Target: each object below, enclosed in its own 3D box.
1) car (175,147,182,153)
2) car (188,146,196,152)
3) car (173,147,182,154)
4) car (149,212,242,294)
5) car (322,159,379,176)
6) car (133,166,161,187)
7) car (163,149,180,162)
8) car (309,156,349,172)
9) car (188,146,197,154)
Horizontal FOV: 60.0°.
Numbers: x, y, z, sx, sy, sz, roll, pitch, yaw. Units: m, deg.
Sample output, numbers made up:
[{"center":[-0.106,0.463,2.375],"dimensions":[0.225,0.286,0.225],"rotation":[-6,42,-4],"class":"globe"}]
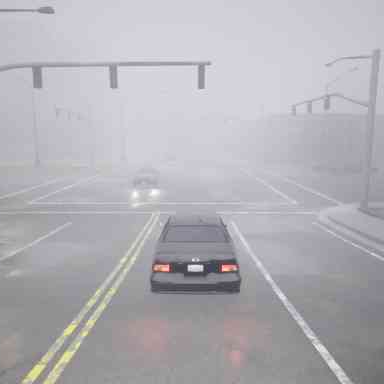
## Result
[{"center":[-3.477,-8.127,68.547],"dimensions":[1.837,1.490,4.892],"rotation":[0,9,0],"class":"car"},{"center":[0.030,-11.817,91.168],"dimensions":[1.994,1.385,4.181],"rotation":[0,9,0],"class":"car"},{"center":[-3.473,-10.402,82.710],"dimensions":[2.033,1.411,5.357],"rotation":[0,9,0],"class":"car"},{"center":[0.077,1.216,8.422],"dimensions":[2.033,1.411,5.357],"rotation":[0,4,0],"class":"car"},{"center":[16.259,-2.391,33.939],"dimensions":[4.718,1.301,1.895],"rotation":[0,9,-1],"class":"car"},{"center":[-3.591,-1.322,26.912],"dimensions":[1.812,1.442,4.674],"rotation":[0,9,0],"class":"car"},{"center":[-3.575,-5.745,54.203],"dimensions":[2.033,1.411,5.357],"rotation":[0,9,0],"class":"car"},{"center":[15.566,-3.199,37.352],"dimensions":[4.553,1.767,2.097],"rotation":[0,9,0],"class":"car"},{"center":[0.027,-10.330,81.110],"dimensions":[2.097,1.767,4.553],"rotation":[0,9,0],"class":"car"}]
